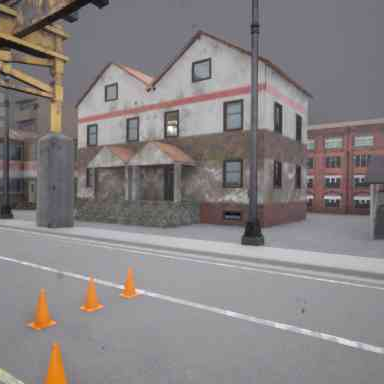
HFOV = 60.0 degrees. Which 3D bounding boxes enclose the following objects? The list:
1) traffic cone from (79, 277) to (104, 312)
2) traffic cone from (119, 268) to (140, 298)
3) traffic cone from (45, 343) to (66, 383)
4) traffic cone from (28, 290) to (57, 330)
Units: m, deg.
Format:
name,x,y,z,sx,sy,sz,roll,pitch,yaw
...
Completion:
name,x,y,z,sx,sy,sz,roll,pitch,yaw
traffic cone,-1.943,1.949,6.428,0.340,0.580,0.340,0,0,36
traffic cone,-1.358,1.949,7.239,0.340,0.580,0.340,0,0,36
traffic cone,-1.492,1.952,3.636,0.340,0.580,0.340,0,0,36
traffic cone,-2.528,1.949,5.617,0.340,0.580,0.340,0,0,36
